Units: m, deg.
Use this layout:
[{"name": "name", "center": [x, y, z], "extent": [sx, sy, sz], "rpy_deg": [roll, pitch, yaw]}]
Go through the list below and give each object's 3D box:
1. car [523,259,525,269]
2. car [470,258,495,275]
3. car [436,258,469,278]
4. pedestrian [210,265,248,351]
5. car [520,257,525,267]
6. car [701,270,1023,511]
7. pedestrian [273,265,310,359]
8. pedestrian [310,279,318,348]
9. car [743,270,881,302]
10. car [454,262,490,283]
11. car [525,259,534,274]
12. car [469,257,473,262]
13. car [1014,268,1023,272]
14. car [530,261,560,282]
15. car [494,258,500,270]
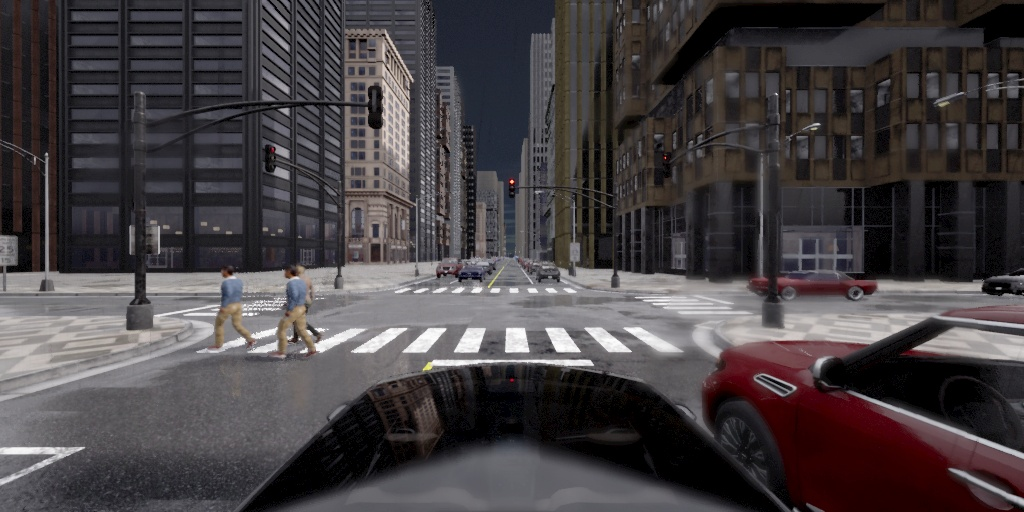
[{"name": "car", "center": [2.772, 1.300, 45.133], "extent": [1.888, 1.381, 4.507], "rpy_deg": [0, 0, 0]}, {"name": "car", "center": [-3.093, 1.279, 38.437], "extent": [1.812, 1.442, 4.674], "rpy_deg": [0, 0, 0]}, {"name": "car", "center": [-5.756, 1.067, 33.844], "extent": [2.192, 1.841, 5.009], "rpy_deg": [0, 0, 0]}, {"name": "pedestrian", "center": [-5.900, 1.044, 7.485], "extent": [0.375, 1.860, 0.375], "rpy_deg": [0, 0, 0]}, {"name": "car", "center": [2.774, 1.199, 56.414], "extent": [1.967, 1.591, 4.097], "rpy_deg": [0, 0, 0]}, {"name": "car", "center": [2.763, 1.065, 1.238], "extent": [2.192, 1.841, 5.009], "rpy_deg": [0, 0, 0]}, {"name": "pedestrian", "center": [-4.224, 1.044, 6.877], "extent": [0.375, 1.860, 0.375], "rpy_deg": [0, 0, 0]}, {"name": "pedestrian", "center": [-4.719, 1.046, 8.085], "extent": [0.375, 1.860, 0.375], "rpy_deg": [0, 0, 0]}, {"name": "car", "center": [13.522, 1.314, 16.386], "extent": [4.718, 1.301, 1.895], "rpy_deg": [0, 0, 0]}, {"name": "car", "center": [-3.094, 1.352, 28.469], "extent": [1.895, 1.301, 4.718], "rpy_deg": [0, 0, 0]}, {"name": "car", "center": [2.770, 1.304, 39.493], "extent": [2.007, 1.370, 4.403], "rpy_deg": [0, 0, 0]}, {"name": "car", "center": [-5.755, 1.193, 39.486], "extent": [1.967, 1.591, 4.097], "rpy_deg": [0, 0, 0]}, {"name": "car", "center": [24.727, 1.190, 16.438], "extent": [4.892, 1.490, 1.837], "rpy_deg": [-1, 0, 0]}, {"name": "car", "center": [2.768, 1.302, 28.211], "extent": [2.007, 1.370, 4.403], "rpy_deg": [0, 0, 0]}, {"name": "car", "center": [-3.083, 1.303, 48.971], "extent": [2.033, 1.411, 5.357], "rpy_deg": [0, 0, 0]}]
